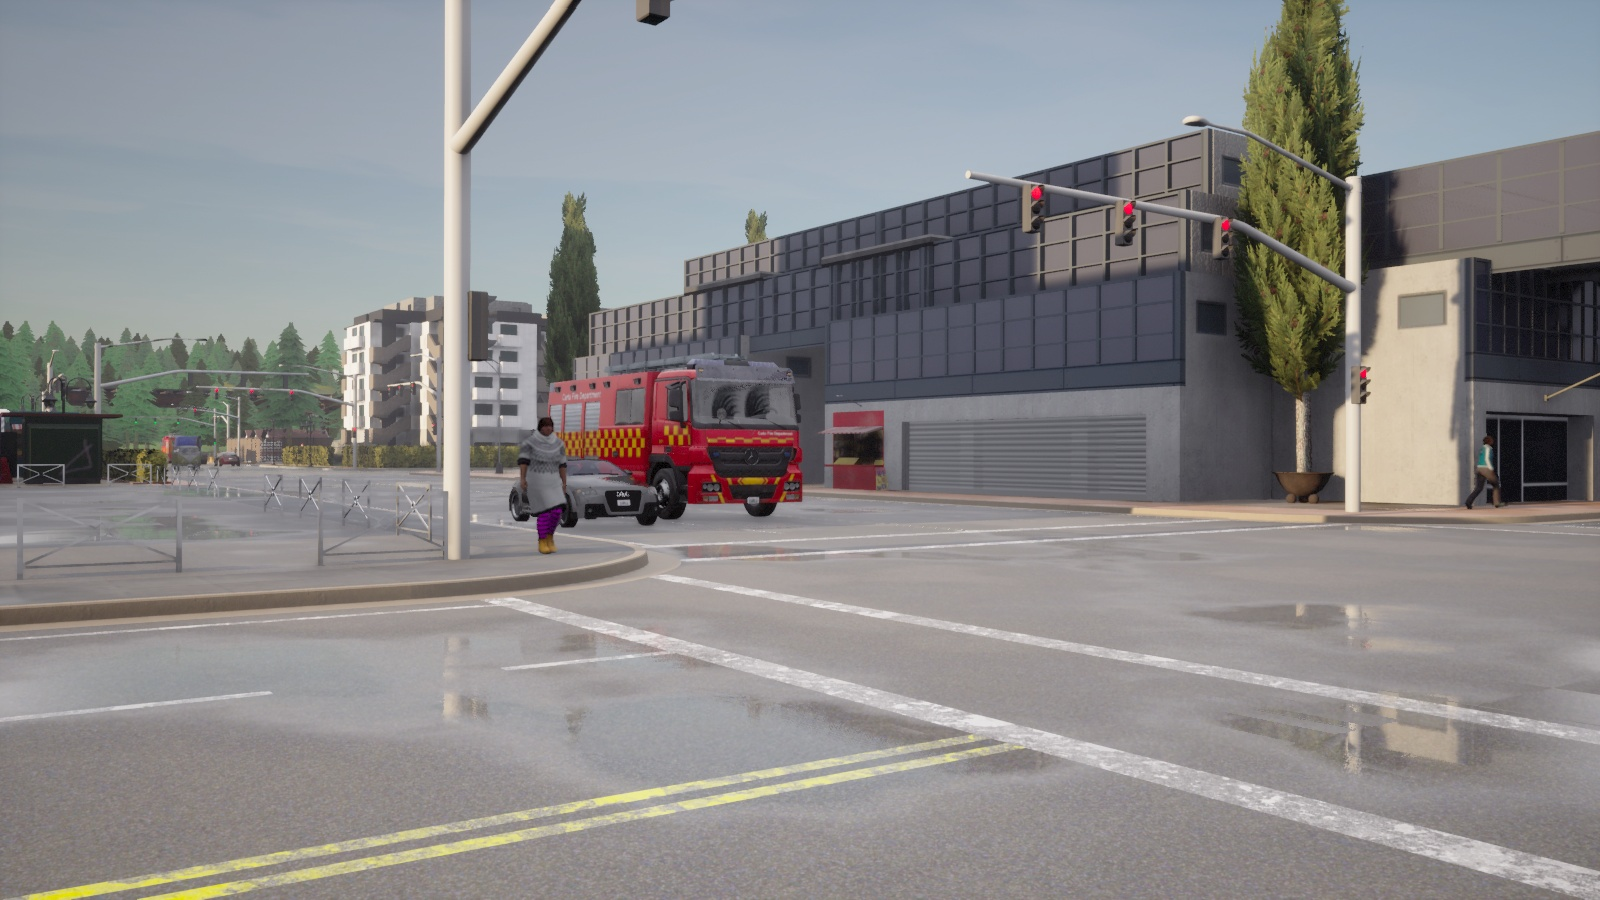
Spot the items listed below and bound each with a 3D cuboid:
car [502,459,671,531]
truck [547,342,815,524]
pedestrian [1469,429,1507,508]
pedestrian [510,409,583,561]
[{"bbox_3d":[-4.588,0.883,26.522,1.994,1.385,4.181,0,0,-34],"label":"car"},{"bbox_3d":[-3.203,-0.338,30.756,2.891,3.827,8.468,0,0,-33],"label":"truck"},{"bbox_3d":[16.837,0.443,30.737,0.692,1.930,0.396,0,0,-6],"label":"pedestrian"},{"bbox_3d":[-3.370,0.451,16.687,0.659,1.952,0.873,0,0,-35],"label":"pedestrian"}]
